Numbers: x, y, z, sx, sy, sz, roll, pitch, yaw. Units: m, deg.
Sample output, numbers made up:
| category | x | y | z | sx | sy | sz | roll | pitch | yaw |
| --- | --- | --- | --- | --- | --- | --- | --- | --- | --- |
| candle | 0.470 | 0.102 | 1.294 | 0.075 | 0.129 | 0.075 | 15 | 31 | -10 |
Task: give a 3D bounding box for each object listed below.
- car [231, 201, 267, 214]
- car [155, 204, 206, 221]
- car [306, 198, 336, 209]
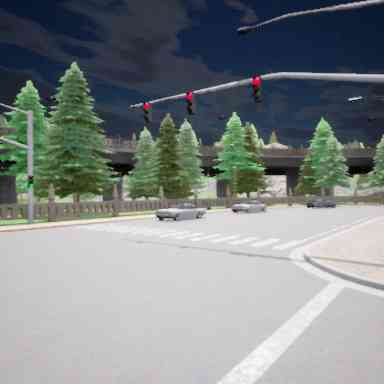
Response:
| category | x | y | z | sx | sy | sz | roll | pitch | yaw |
| --- | --- | --- | --- | --- | --- | --- | --- | --- | --- |
| car | 6.266 | 1.641 | 36.554 | 1.895 | 1.301 | 4.718 | -1 | 0 | 42 |
| car | -0.894 | 1.655 | 27.658 | 1.895 | 1.301 | 4.718 | -1 | 0 | 38 |
| car | 17.614 | 1.562 | 45.472 | 4.181 | 1.385 | 1.994 | -1 | 0 | -27 |
